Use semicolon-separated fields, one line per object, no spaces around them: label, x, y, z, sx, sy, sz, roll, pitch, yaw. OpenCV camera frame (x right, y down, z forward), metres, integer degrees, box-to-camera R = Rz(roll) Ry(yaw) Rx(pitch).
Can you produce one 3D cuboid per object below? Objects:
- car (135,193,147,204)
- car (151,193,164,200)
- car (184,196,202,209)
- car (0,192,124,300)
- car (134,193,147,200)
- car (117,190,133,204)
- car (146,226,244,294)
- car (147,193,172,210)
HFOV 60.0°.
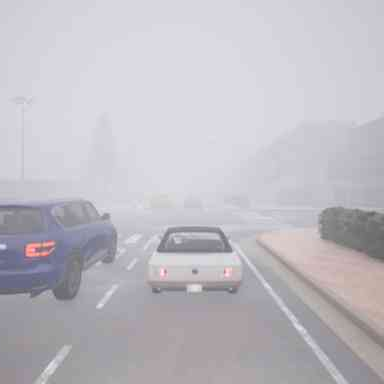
car;-6.963;1.019;50.598;1.812;1.442;4.674;0;0;1
car;-6.795;0.939;66.083;1.895;1.301;4.718;0;1;1
car;0.125;1.183;37.972;1.994;1.385;4.181;0;1;0
car;-3.441;1.138;8.283;2.150;2.045;5.566;0;1;0
car;-10.281;0.930;66.976;1.895;1.301;4.718;0;1;1
car;-10.456;0.711;50.810;2.150;2.045;5.566;0;1;0
car;0.059;1.514;8.527;1.895;1.301;4.718;0;1;0
car;-3.381;0.980;37.079;2.097;1.767;4.553;0;1;0
